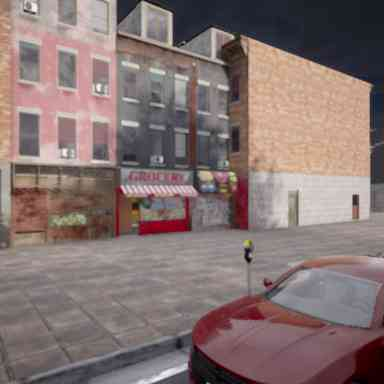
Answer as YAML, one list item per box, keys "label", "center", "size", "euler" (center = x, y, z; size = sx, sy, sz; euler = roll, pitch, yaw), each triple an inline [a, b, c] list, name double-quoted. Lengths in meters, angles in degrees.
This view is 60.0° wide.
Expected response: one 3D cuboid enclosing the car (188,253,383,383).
- label: "car"
  center: [2.031, 1.547, 4.259]
  size: [4.507, 1.381, 1.887]
  euler: [0, 0, -36]
